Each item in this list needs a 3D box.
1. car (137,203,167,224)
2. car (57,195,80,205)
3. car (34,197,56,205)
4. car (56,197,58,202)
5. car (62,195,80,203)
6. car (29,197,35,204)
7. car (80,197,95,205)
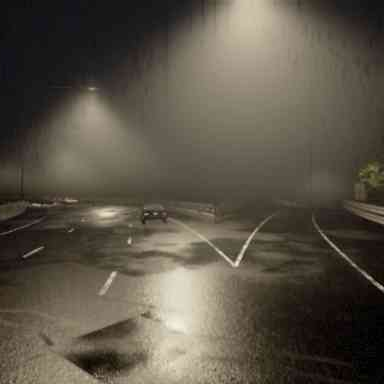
[{"bbox_3d":[-3.102,1.568,25.508,2.033,1.411,5.357,0,0,-13],"label":"car"},{"bbox_3d":[-23.048,1.750,62.058,1.895,1.301,4.718,0,0,-36],"label":"car"},{"bbox_3d":[-27.547,1.737,62.365,1.994,1.385,4.181,0,0,-36],"label":"car"},{"bbox_3d":[-29.054,1.616,69.999,1.895,1.301,4.718,0,0,-42],"label":"car"},{"bbox_3d":[-26.327,1.502,72.195,1.837,1.490,4.892,0,0,-42],"label":"car"},{"bbox_3d":[-31.582,1.730,67.564,1.812,1.442,4.674,0,0,-42],"label":"car"},{"bbox_3d":[-20.424,1.688,64.393,1.994,1.385,4.181,0,0,-36],"label":"car"}]
